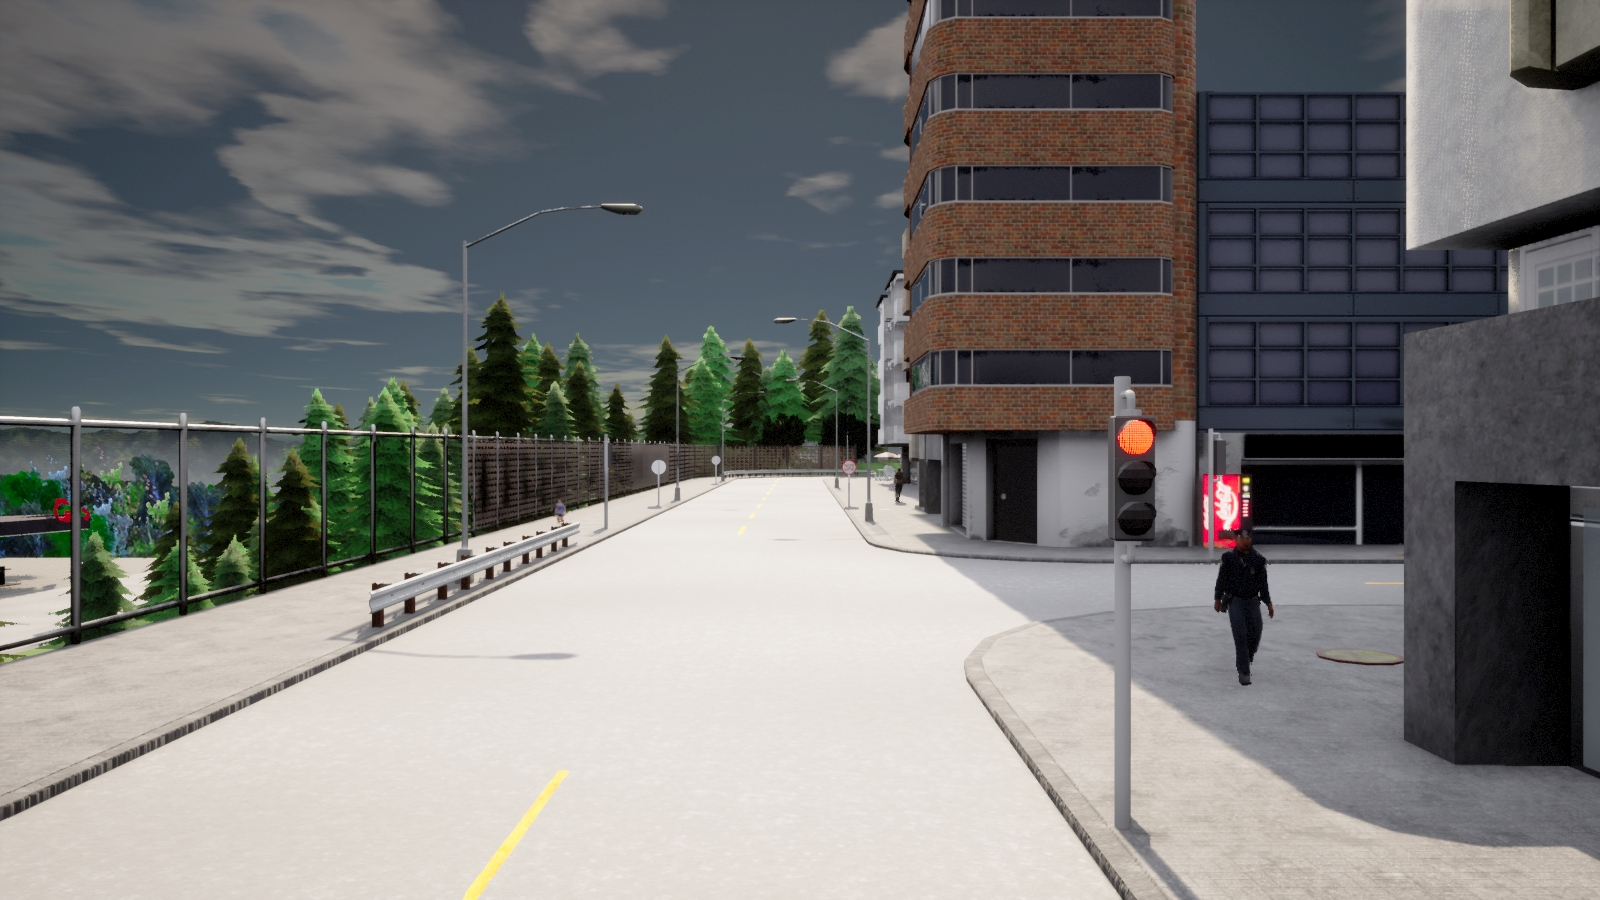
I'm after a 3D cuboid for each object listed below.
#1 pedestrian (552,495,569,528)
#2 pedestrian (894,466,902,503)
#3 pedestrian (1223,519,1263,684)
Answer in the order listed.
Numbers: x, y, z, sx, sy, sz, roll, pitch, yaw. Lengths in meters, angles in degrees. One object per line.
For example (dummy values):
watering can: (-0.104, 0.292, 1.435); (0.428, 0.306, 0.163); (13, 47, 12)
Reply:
pedestrian: (-8.184, 2.109, 39.046); (0.500, 1.100, 0.500); (0, 0, 0)
pedestrian: (4.930, 1.722, 57.290); (0.375, 1.860, 0.375); (0, 0, 3)
pedestrian: (5.132, 1.741, 13.239); (0.375, 1.860, 0.375); (0, 0, 12)
